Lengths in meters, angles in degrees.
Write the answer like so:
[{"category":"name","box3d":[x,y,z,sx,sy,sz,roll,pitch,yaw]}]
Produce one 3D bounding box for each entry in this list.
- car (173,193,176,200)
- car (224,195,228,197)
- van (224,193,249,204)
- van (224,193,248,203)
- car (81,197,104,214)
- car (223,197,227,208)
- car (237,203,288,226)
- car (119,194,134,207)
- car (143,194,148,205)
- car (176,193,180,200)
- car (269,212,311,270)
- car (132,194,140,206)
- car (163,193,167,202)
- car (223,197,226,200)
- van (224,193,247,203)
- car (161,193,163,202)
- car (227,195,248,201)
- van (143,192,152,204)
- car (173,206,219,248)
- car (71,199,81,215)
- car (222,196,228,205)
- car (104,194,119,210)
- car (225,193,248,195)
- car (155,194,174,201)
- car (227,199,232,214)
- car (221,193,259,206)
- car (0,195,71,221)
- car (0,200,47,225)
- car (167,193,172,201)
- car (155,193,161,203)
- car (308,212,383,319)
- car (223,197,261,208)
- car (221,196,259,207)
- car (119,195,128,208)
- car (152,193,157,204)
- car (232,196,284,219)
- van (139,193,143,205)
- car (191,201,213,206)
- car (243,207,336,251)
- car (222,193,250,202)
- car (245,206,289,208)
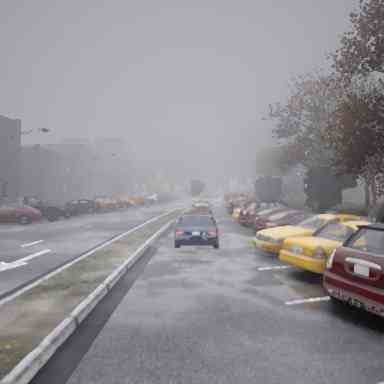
[{"category":"car","box3d":[-7.560,1.282,83.095,5.566,2.045,2.435,-1,0,-14]},{"category":"car","box3d":[6.606,1.489,41.765,5.008,1.535,2.097,1,0,-15]},{"category":"van","box3d":[8.791,1.267,65.399,4.442,1.987,1.878,1,0,-14]},{"category":"van","box3d":[9.089,1.268,68.363,4.442,1.987,1.878,1,0,-14]},{"category":"car","box3d":[-12.189,1.507,35.119,5.008,1.535,2.097,-1,0,-16]},{"category":"car","box3d":[5.749,1.486,29.946,5.008,1.535,2.097,1,0,-16]},{"category":"car","box3d":[5.173,1.525,18.114,4.674,1.452,2.002,1,0,-18]},{"category":"car","box3d":[-11.210,1.517,47.166,5.008,1.535,2.097,-1,0,-15]},{"category":"car","box3d":[-10.355,1.552,56.152,4.792,1.488,2.163,-1,0,-14]},{"category":"car","box3d":[-6.643,1.537,92.063,5.008,1.535,2.097,-1,0,-14]},{"category":"car","box3d":[5.105,1.482,9.293,5.366,1.575,1.946,1,0,-19]},{"category":"car","box3d":[-11.096,1.519,50.112,5.366,1.575,1.946,-1,0,-15]},{"category":"car","box3d":[-8.835,1.277,71.108,5.566,2.045,2.435,-1,0,-14]},{"category":"car","box3d":[5.915,1.517,32.887,4.792,1.488,2.163,1,0,-16]},{"category":"van","box3d":[9.387,1.269,71.325,4.442,1.987,1.878,1,0,-14]},{"category":"car","box3d":[-9.114,1.527,68.131,5.008,1.535,2.097,-1,0,-14]},{"category":"car","box3d":[5.617,1.361,26.993,4.553,1.767,2.185,1,0,-17]},{"category":"van","box3d":[-9.917,1.296,59.192,4.442,1.987,1.878,-1,0,-14]},{"category":"car","box3d":[0.225,1.567,14.699,2.033,1.411,5.357,0,0,2]},{"category":"car","box3d":[-12.596,1.502,29.095,5.008,1.535,2.097,-1,0,-17]},{"category":"car","box3d":[6.182,1.518,35.869,4.792,1.488,2.163,1,0,-16]},{"category":"car","box3d":[-11.705,1.386,41.147,4.553,1.767,2.185,-1,0,-16]},{"category":"car","box3d":[6.841,1.364,44.712,4.553,1.767,2.185,1,0,-15]},{"category":"car","box3d":[-7.241,1.409,86.075,4.553,1.767,2.185,-1,0,-14]},{"category":"car","box3d":[5.608,1.485,24.088,5.366,1.575,1.946,1,0,-17]},{"category":"car","box3d":[7.736,1.240,53.599,5.566,2.045,2.435,1,0,-14]},{"category":"car","box3d":[-12.738,1.248,26.091,5.566,2.045,2.435,-1,0,-17]},{"category":"car","box3d":[-12.908,1.537,23.055,4.674,1.452,2.002,-1,0,-18]},{"category":"car","box3d":[-8.174,1.279,77.113,5.566,2.045,2.435,-1,0,-14]},{"category":"car","box3d":[-9.445,1.275,65.130,5.566,2.045,2.435,-1,0,-14]},{"category":"car","box3d":[4.850,1.356,6.263,4.553,1.767,2.185,1,0,-19]},{"category":"car","box3d":[7.132,1.491,47.675,4.892,1.521,2.231,1,0,-15]},{"category":"car","box3d":[7.240,1.486,50.580,5.366,1.575,1.946,1,0,-14]},{"category":"car","box3d":[-11.459,1.516,44.157,4.892,1.521,2.231,-1,0,-15]},{"category":"car","box3d":[-9.724,1.525,62.152,5.008,1.535,2.097,-1,0,-14]},{"category":"car","box3d":[5.267,1.359,21.066,4.553,1.767,2.185,1,0,-17]},{"category":"van","box3d":[-10.517,1.293,53.197,4.442,1.987,1.878,-1,0,-14]},{"category":"car","box3d":[0.901,1.544,29.736,1.812,1.442,4.674,0,0,3]},{"category":"car","box3d":[4.822,1.478,12.131,5.366,1.575,1.946,1,0,-18]},{"category":"car","box3d":[9.829,1.246,74.327,5.566,2.045,2.435,1,0,-14]},{"category":"car","box3d":[5.075,1.524,15.155,4.674,1.452,2.002,1,0,-18]}]
